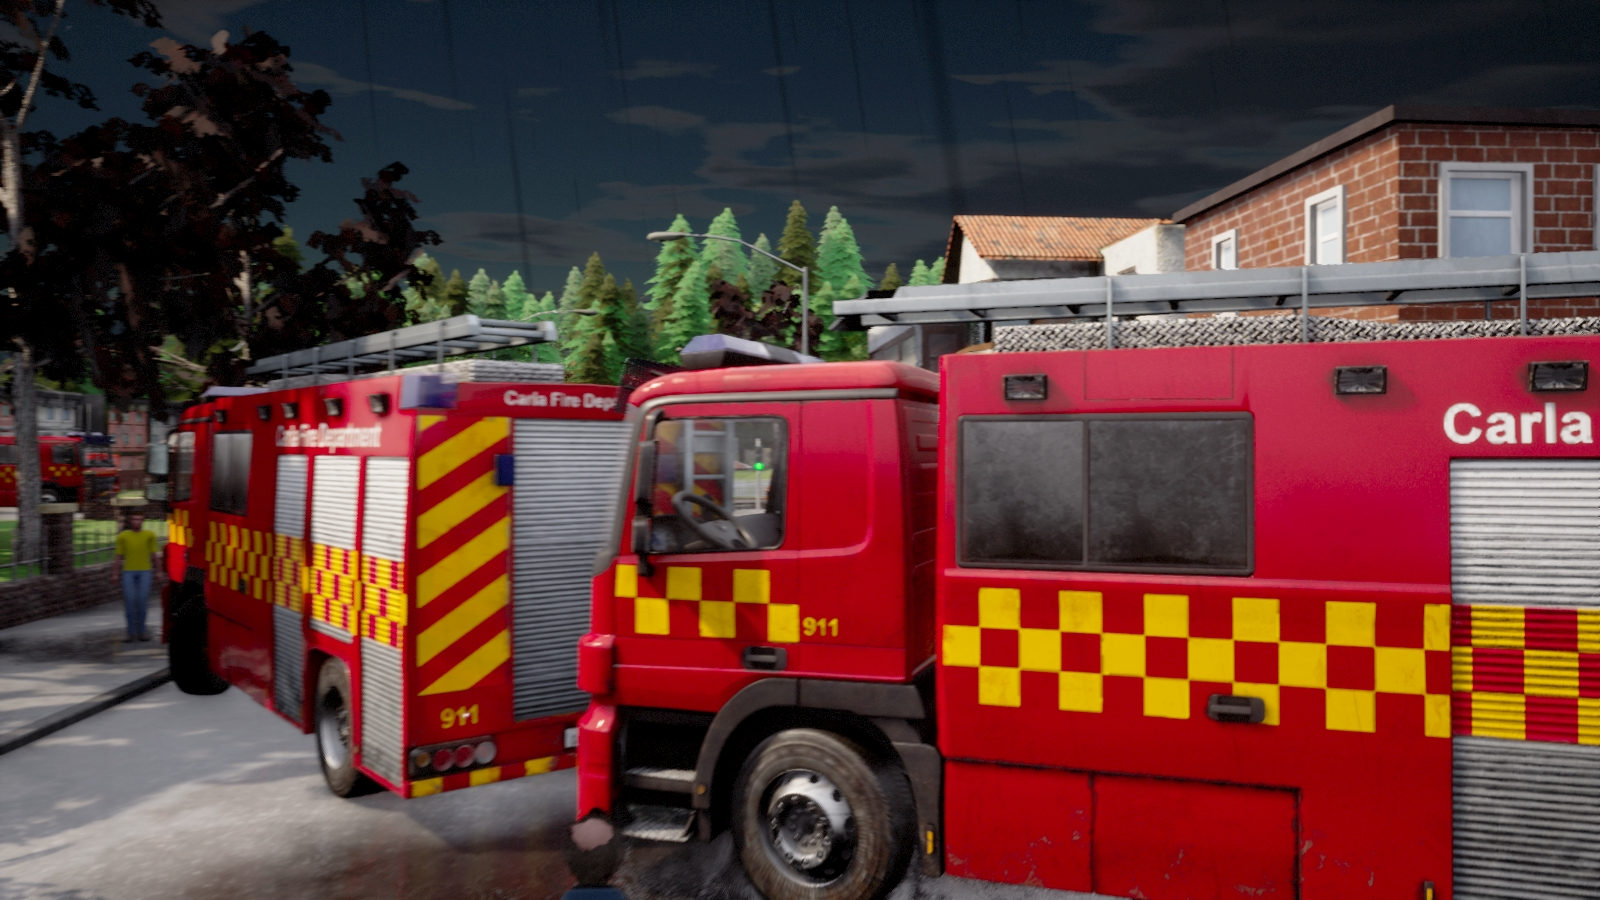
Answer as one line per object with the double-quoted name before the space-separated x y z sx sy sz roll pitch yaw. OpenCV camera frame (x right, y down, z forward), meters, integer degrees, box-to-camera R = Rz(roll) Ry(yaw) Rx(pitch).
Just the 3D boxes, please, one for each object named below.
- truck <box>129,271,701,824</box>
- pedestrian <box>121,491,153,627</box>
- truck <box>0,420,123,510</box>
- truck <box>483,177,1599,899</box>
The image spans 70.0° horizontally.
"truck" -4.658 0.668 12.089 2.891 3.827 8.468 0 0 -39
"pedestrian" -9.309 1.519 16.048 0.375 1.860 0.375 0 0 -30
"truck" -34.717 0.647 49.853 8.468 3.827 2.891 0 0 -4
"truck" 2.453 0.671 7.210 8.468 3.827 2.891 0 0 20
